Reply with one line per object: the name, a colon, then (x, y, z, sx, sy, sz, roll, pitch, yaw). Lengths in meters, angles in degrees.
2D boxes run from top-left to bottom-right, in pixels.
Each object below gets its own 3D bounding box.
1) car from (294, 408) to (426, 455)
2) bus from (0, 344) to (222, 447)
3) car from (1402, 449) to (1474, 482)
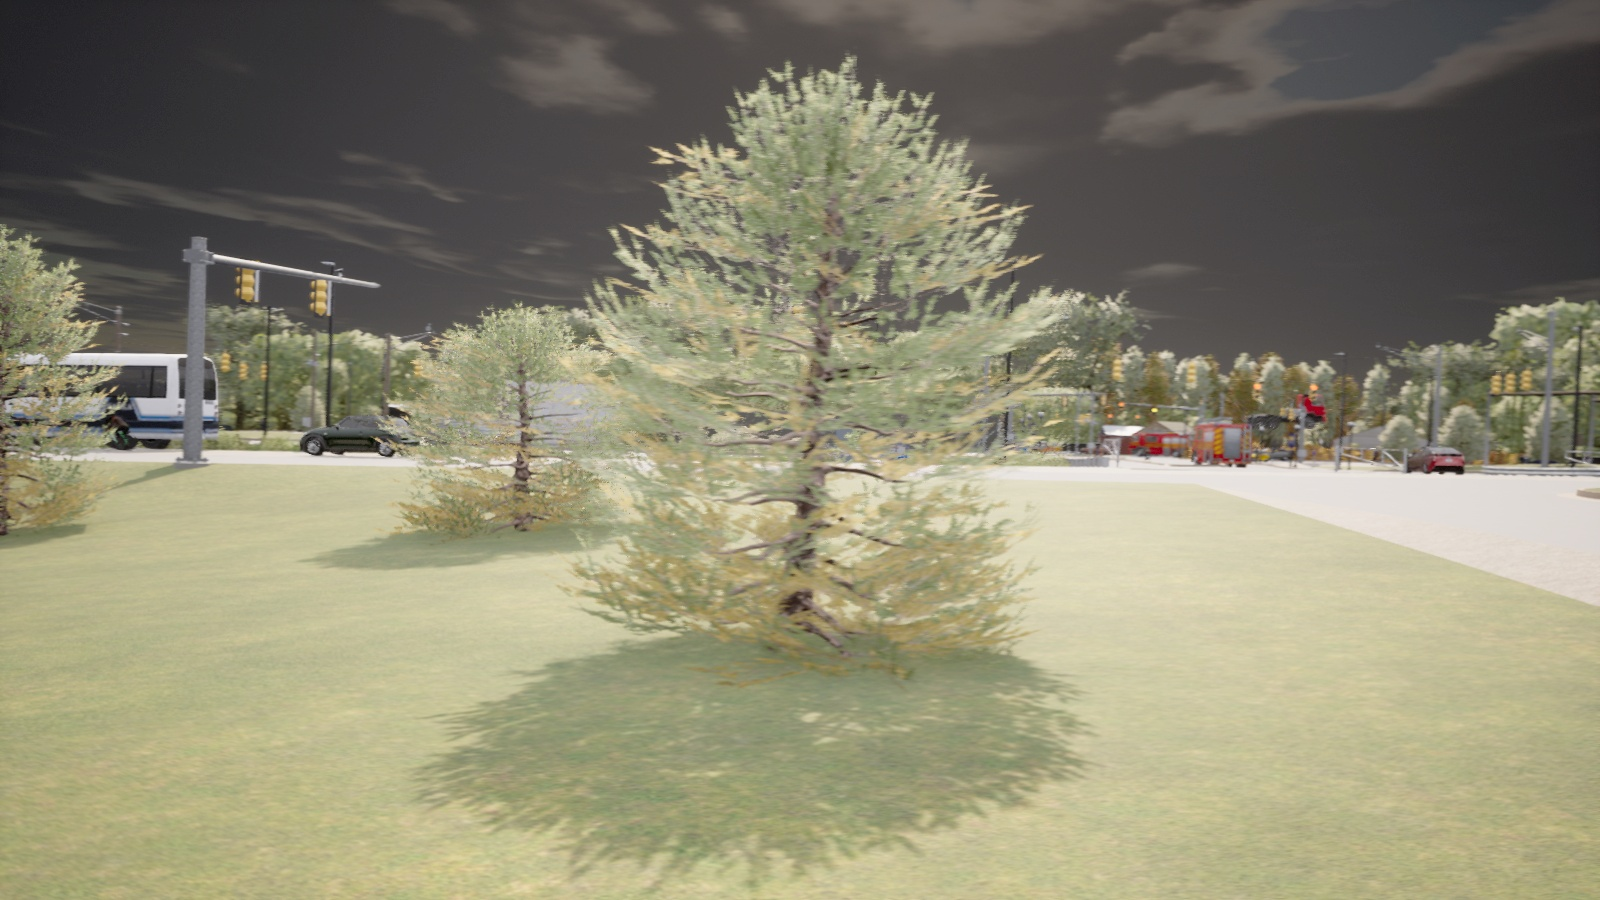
car: (-17.731, -0.747, 50.680, 4.553, 1.767, 2.097, 2, 1, 8)
bus: (-31.782, -2.412, 56.095, 10.273, 4.253, 3.944, 2, 1, 8)
car: (32.587, 0.776, 64.247, 2.007, 1.525, 4.514, 2, 1, 10)
